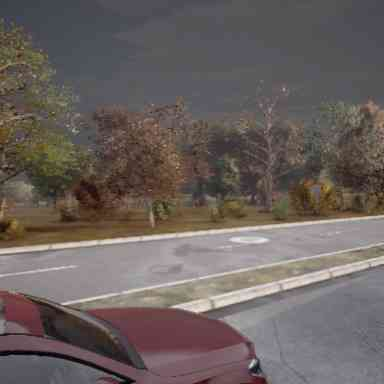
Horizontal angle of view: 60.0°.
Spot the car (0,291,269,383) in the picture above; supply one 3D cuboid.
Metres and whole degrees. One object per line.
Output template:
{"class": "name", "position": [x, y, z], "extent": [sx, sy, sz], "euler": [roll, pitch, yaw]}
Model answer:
{"class": "car", "position": [-1.477, 1.526, 2.386], "extent": [4.674, 1.442, 1.812], "euler": [0, 0, -35]}
